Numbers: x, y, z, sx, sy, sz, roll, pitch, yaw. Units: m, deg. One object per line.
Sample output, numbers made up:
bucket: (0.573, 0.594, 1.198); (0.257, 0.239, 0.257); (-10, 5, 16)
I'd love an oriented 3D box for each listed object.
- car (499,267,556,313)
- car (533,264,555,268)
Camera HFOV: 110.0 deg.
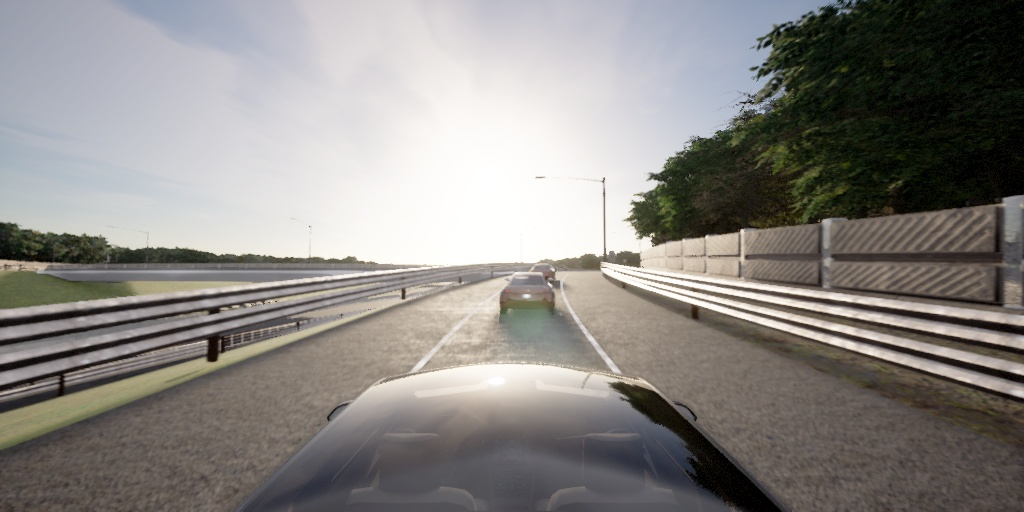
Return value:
car: (0.648, 1.312, 13.981); (1.994, 1.385, 4.181); (0, 0, 4)
car: (2.496, 1.306, 29.116); (1.994, 1.385, 4.181); (-1, 0, 10)
